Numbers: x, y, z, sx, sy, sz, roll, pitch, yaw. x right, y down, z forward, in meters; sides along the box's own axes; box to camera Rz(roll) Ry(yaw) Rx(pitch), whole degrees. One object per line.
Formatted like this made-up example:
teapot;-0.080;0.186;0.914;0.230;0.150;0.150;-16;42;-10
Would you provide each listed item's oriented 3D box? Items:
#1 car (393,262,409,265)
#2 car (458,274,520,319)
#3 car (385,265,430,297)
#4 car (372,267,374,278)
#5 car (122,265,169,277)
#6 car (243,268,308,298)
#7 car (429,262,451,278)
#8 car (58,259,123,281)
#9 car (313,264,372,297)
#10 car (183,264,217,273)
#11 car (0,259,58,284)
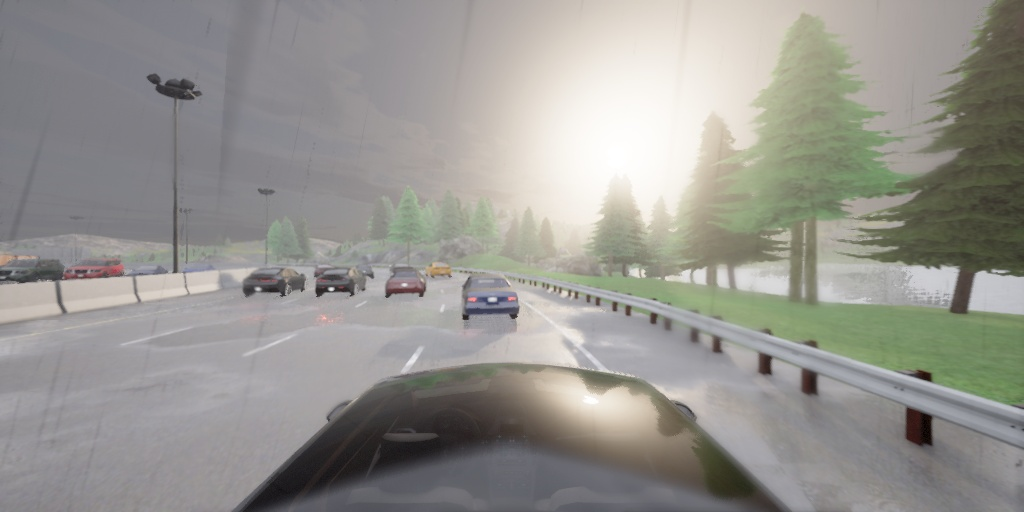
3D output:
car;-11.374;1.410;36.589;1.882;1.535;5.008;0;0;-23
car;-0.933;1.345;13.056;2.033;1.411;5.357;0;0;-8
car;-5.741;1.408;19.731;1.994;1.385;4.181;0;0;-12
car;-15.151;1.513;36.410;1.994;1.385;4.181;0;0;-25
car;-33.115;1.542;32.807;1.812;1.442;4.674;0;0;-29
car;-12.906;1.382;19.834;1.837;1.490;4.892;0;0;-13
car;-7.555;1.393;36.511;1.882;1.535;5.008;0;0;-23
car;-36.275;1.248;31.375;2.150;2.045;5.566;0;0;-30
car;-9.309;1.366;19.822;1.837;1.490;4.892;0;0;-12
car;-30.316;1.490;34.959;1.882;1.535;5.008;0;0;-30
car;-38.810;1.249;28.823;2.150;2.045;5.566;0;0;-29
